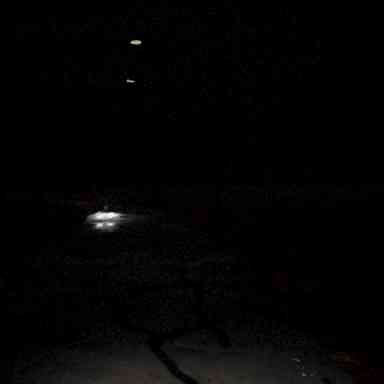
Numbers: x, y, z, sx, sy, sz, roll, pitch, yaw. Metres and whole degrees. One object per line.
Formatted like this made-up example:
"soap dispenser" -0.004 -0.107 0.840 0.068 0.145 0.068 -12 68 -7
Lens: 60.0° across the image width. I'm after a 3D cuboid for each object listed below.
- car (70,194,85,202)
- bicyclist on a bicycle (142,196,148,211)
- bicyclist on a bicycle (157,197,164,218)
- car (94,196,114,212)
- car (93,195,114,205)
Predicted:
"car" -23.887 1.240 69.635 1.812 1.442 4.674 -1 1 -38
"bicyclist on a bicycle" -4.914 1.256 34.865 0.582 1.620 1.656 -1 0 -18
"bicyclist on a bicycle" -2.523 1.264 26.580 0.582 1.620 1.656 1 0 -13
"car" -9.830 1.393 37.070 2.128 1.511 4.902 -1 1 -20
"car" -15.038 1.323 56.245 2.033 1.411 5.357 -1 1 -29
